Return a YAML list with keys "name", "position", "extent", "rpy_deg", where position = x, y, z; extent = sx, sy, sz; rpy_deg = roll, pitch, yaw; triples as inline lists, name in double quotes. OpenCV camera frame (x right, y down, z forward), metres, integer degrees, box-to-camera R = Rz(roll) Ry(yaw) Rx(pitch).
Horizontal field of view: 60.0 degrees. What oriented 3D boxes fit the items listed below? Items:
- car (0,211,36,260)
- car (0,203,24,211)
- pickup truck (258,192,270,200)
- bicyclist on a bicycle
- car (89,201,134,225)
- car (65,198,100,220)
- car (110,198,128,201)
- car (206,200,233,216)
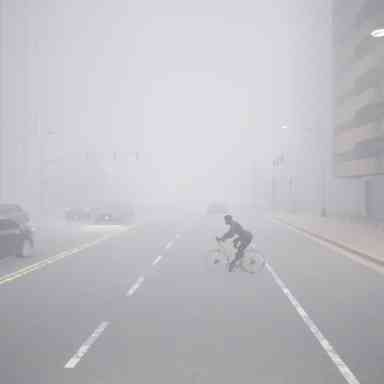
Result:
- name: "car"
  position: [-6.571, 1.507, 9.889]
  extent: [1.837, 1.490, 4.892]
  rpy_deg: [0, 0, 4]
- name: "car"
  position: [-9.691, 1.351, 15.723]
  extent: [2.097, 1.767, 4.553]
  rpy_deg: [0, 0, 4]
- name: "pickup truck"
  position: [18.811, 1.059, 89.148]
  extent: [2.390, 2.098, 6.274]
  rpy_deg: [0, 0, 34]
- name: "bicyclist on a bicycle"
  position: [1.153, 1.451, 9.096]
  extent: [1.656, 1.620, 0.582]
  rpy_deg: [0, 0, 4]
- name: "car"
  position: [-5.581, 1.564, 24.252]
  extent: [1.994, 1.385, 4.181]
  rpy_deg: [0, 0, 4]
- name: "car"
  position: [-8.825, 1.352, 27.809]
  extent: [2.097, 1.767, 4.553]
  rpy_deg: [0, 0, 4]
- name: "car"
  position: [-10.308, 1.564, 45.951]
  extent: [4.181, 1.385, 1.994]
  rpy_deg: [0, 0, 28]
- name: "car"
  position: [2.714, 1.525, 33.002]
  extent: [1.812, 1.442, 4.674]
  rpy_deg: [0, 0, 14]
